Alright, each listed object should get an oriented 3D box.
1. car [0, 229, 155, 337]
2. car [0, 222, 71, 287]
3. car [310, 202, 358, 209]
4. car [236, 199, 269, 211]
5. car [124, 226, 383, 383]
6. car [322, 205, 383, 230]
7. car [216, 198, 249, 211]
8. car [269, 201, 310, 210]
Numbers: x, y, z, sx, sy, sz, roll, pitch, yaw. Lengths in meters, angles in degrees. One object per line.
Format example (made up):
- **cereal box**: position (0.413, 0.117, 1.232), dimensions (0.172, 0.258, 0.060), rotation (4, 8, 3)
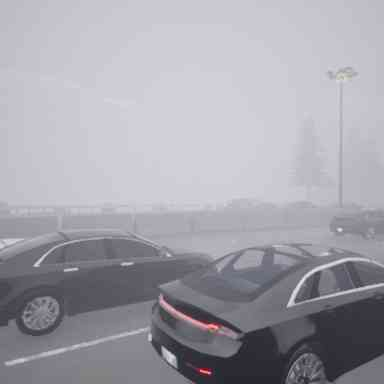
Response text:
- **car**: position (-1.699, 1.508, 6.683), dimensions (4.892, 1.490, 1.837), rotation (0, 0, -34)
- **car**: position (-5.689, 1.577, 8.214), dimensions (4.718, 1.301, 1.895), rotation (1, 0, -35)
- **car**: position (14.248, 1.683, 31.898), dimensions (4.902, 1.511, 2.128), rotation (0, 0, -24)
- **car**: position (7.616, 1.754, 36.514), dimensions (4.718, 1.301, 1.895), rotation (1, 0, -26)
- **car**: position (1.776, 1.516, 4.807), dimensions (4.902, 1.511, 2.128), rotation (1, 0, -34)
- **car**: position (9.399, 1.621, 17.524), dimensions (4.892, 1.490, 1.837), rotation (1, 0, -29)
- **car**: position (5.135, 1.493, 39.158), dimensions (4.553, 1.767, 2.097), rotation (0, 0, -26)
- **car**: position (10.726, 1.675, 34.108), dimensions (4.892, 1.490, 1.837), rotation (0, 0, -25)
